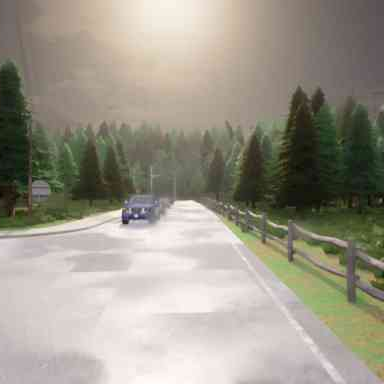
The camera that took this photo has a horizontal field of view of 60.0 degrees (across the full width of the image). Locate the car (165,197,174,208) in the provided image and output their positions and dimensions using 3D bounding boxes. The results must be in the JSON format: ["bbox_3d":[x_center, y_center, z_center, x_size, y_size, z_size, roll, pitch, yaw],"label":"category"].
[{"bbox_3d":[-3.896,1.524,45.907,1.812,1.442,4.674,0,0,-1],"label":"car"}]

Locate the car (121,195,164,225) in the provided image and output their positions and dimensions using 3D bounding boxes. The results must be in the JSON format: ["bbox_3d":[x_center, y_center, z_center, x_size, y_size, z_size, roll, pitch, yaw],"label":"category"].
[{"bbox_3d":[-3.620,1.216,24.628,2.150,2.045,5.566,0,0,1],"label":"car"}]

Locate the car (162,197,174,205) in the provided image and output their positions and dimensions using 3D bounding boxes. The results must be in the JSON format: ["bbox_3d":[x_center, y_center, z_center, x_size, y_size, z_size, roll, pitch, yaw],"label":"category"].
[{"bbox_3d":[-4.168,1.597,59.063,1.895,1.301,4.718,0,0,-2],"label":"car"}]

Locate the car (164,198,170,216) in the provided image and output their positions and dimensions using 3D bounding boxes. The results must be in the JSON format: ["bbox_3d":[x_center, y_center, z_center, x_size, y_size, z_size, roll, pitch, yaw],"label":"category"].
[{"bbox_3d":[-3.516,1.556,32.174,1.994,1.385,4.181,0,0,1],"label":"car"}]
